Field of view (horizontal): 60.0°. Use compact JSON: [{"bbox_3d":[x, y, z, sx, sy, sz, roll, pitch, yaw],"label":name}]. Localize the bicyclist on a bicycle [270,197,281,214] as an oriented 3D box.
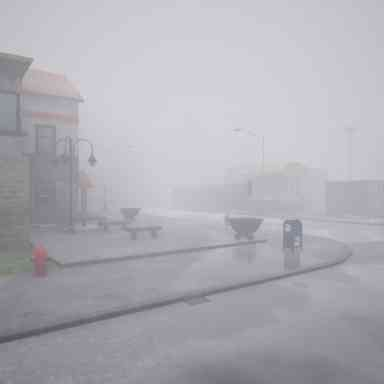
[{"bbox_3d":[8.066,1.349,32.012,1.656,1.620,0.582,0,0,-35],"label":"bicyclist on a bicycle"}]
